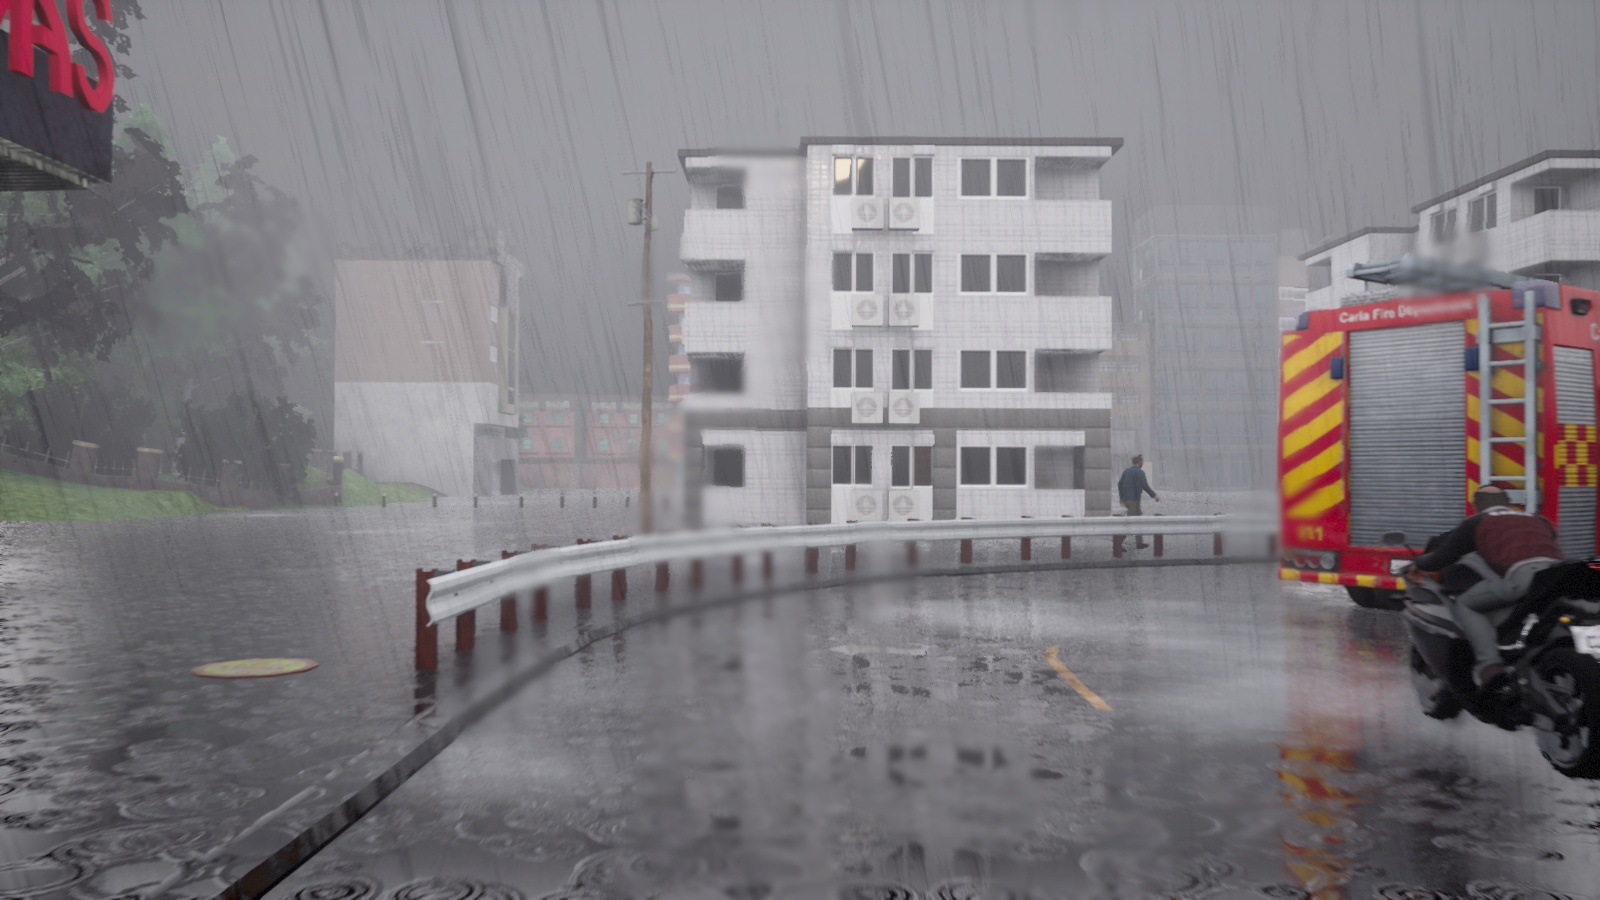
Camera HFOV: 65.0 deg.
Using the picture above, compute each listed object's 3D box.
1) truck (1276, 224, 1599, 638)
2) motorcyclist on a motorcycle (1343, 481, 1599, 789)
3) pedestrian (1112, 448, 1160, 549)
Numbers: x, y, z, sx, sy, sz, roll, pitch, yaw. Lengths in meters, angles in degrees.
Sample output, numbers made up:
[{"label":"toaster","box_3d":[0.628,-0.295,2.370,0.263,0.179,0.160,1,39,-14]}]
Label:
[{"label":"truck","box_3d":[9.583,-0.132,15.260,8.468,3.827,2.891,0,-1,-36]},{"label":"motorcyclist on a motorcycle","box_3d":[4.068,0.958,7.413,0.866,1.530,2.191,0,-1,3]},{"label":"pedestrian","box_3d":[6.212,0.887,23.219,0.726,1.842,0.402,0,-1,-17]}]
